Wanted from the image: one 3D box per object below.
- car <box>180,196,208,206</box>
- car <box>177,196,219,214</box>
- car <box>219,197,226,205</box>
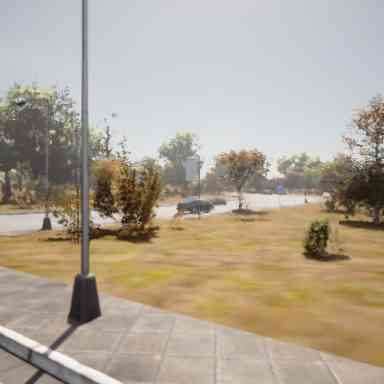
[{"bbox_3d":[0.347,1.373,52.437,1.812,1.442,4.674,0,1,39],"label":"car"},{"bbox_3d":[0.421,1.482,35.618,1.837,1.490,4.892,0,0,39],"label":"car"},{"bbox_3d":[3.439,1.399,50.703,1.994,1.385,4.181,0,1,39],"label":"car"}]
